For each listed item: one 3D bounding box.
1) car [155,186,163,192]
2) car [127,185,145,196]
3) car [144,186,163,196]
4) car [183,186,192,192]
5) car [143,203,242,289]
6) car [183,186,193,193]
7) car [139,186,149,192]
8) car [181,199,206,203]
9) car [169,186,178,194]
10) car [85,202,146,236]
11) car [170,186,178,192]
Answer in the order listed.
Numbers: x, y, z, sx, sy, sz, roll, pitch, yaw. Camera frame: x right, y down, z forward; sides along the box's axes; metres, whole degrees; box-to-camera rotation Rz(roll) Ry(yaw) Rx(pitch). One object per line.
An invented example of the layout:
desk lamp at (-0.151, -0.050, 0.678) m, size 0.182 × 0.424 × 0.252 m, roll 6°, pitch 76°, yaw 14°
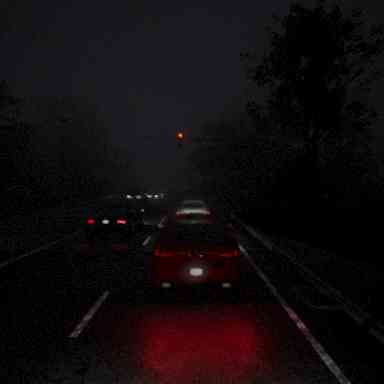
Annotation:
car at (-7.864, -0.732, 79.413) m, size 1.812 × 1.442 × 4.674 m, roll 0°, pitch 1°, yaw -2°
car at (-10.835, -0.387, 63.233) m, size 2.150 × 2.045 × 5.566 m, roll 0°, pitch 2°, yaw -1°
car at (-7.324, -0.065, 63.426) m, size 2.033 × 1.411 × 5.357 m, roll 0°, pitch 1°, yaw -1°
car at (-1.208, -0.806, 85.955) m, size 1.882 × 1.535 × 5.008 m, roll 0°, pitch 1°, yaw -4°
car at (0.083, 1.275, 8.664) m, size 1.882 × 1.535 × 5.008 m, roll 0°, pitch 1°, yaw 0°
car at (-0.714, -0.388, 76.234) m, size 1.994 × 1.385 × 4.181 m, roll 0°, pitch 1°, yaw -2°
car at (-11.360, -0.699, 79.243) m, size 1.994 × 1.385 × 4.181 m, roll 0°, pitch 1°, yaw -2°
car at (0.067, 1.087, 17.853) m, size 1.812 × 1.442 × 4.674 m, roll 0°, pitch 1°, yaw 0°
car at (-4.181, -0.389, 75.301) m, size 2.033 × 1.411 × 5.357 m, roll 0°, pitch 1°, yaw -2°
car at (-3.431, 1.164, 15.701) m, size 2.033 × 1.411 × 5.357 m, roll 0°, pitch 1°, yaw 0°
car at (-4.702, -0.738, 85.750) m, size 2.033 × 1.411 × 5.357 m, roll 0°, pitch 1°, yaw -4°
